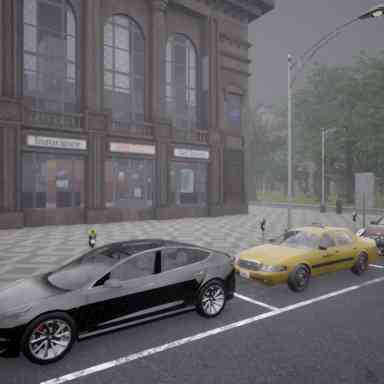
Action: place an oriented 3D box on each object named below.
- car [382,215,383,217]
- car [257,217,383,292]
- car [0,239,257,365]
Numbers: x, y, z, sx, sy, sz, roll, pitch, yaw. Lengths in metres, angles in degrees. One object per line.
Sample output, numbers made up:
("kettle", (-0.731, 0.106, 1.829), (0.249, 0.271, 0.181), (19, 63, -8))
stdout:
("car", (7.712, 1.441, 12.163), (4.097, 1.590, 1.967), (0, 0, -36))
("car", (3.150, 1.526, 8.903), (4.829, 1.417, 1.752), (0, 0, -36))
("car", (-1.136, 1.566, 5.841), (4.313, 1.339, 1.947), (0, 0, -36))
